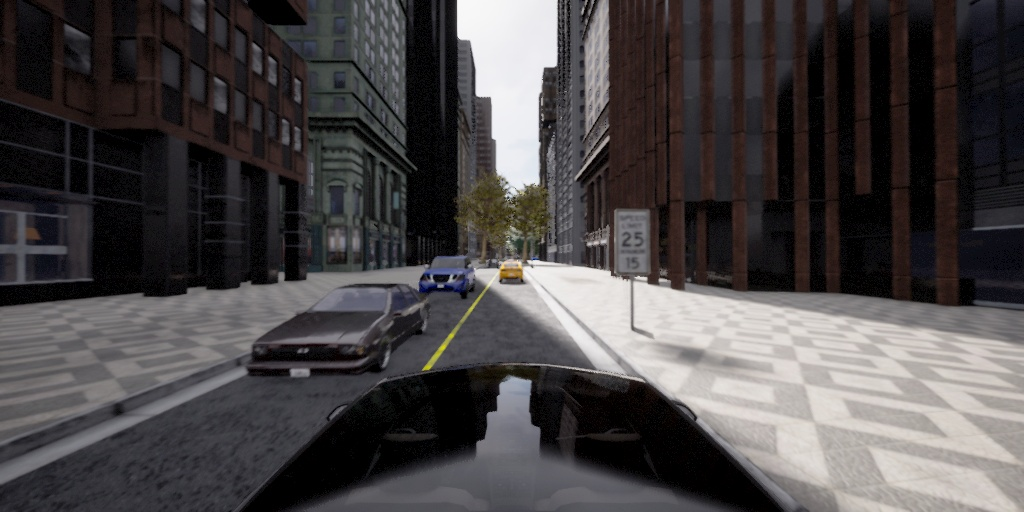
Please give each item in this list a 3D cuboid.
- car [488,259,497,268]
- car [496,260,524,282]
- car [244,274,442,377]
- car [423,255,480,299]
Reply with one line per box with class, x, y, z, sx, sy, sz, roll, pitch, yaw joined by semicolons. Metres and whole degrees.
car;-3.278;1.286;63.867;1.812;1.442;4.674;0;0;0
car;-0.036;1.225;28.935;1.882;1.535;5.008;0;0;0
car;-3.116;1.308;7.868;2.033;1.411;5.357;0;0;-1
car;-3.155;0.980;18.613;2.150;2.045;5.566;0;0;0
